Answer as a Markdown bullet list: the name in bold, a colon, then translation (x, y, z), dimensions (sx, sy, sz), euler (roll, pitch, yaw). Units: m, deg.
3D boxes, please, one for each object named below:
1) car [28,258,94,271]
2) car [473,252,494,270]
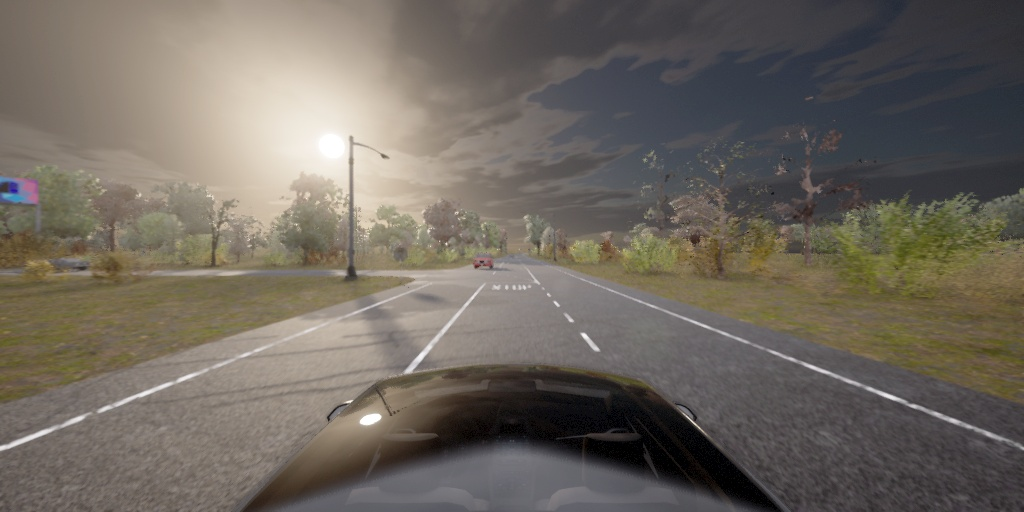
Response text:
- **car**: translation (-48.598, 0.928, 38.746), dimensions (5.357, 1.411, 2.033), euler (0, 0, 2)
- **car**: translation (-3.432, 0.578, 43.910), dimensions (2.150, 2.045, 5.566), euler (0, 1, 0)
